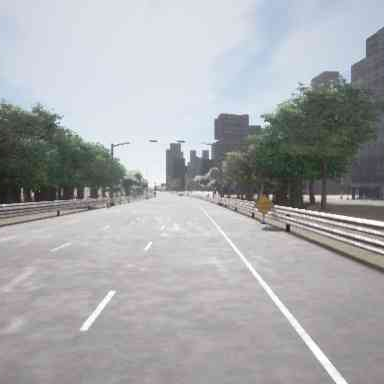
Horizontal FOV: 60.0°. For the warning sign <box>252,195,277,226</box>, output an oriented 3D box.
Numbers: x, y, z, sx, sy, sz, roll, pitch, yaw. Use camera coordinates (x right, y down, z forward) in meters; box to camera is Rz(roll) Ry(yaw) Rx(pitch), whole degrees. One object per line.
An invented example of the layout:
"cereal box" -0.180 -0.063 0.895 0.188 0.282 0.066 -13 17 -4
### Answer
"warning sign" 4.460 1.103 20.591 1.300 1.860 1.060 1 1 -1
